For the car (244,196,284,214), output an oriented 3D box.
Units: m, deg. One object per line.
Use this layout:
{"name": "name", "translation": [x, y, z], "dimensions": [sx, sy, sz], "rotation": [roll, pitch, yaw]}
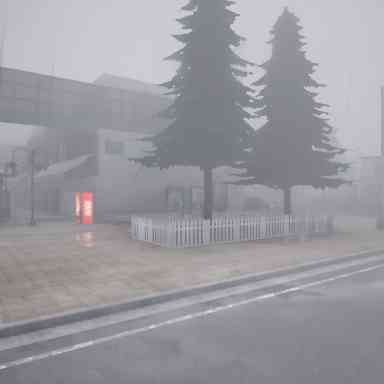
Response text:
{"name": "car", "translation": [7.288, 1.336, 33.922], "dimensions": [2.097, 1.767, 4.553], "rotation": [0, 0, -34]}
